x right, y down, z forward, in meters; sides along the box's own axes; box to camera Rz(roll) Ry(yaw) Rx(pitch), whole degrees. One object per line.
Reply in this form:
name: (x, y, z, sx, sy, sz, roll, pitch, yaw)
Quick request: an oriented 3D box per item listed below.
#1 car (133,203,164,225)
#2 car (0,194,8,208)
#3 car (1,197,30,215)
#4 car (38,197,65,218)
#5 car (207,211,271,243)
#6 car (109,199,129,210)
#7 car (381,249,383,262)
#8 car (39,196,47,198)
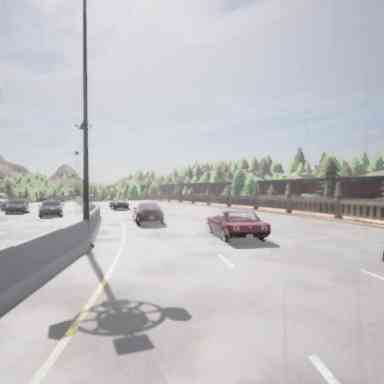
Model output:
car: (-3.100, 1.461, 23.287, 1.812, 1.442, 4.674, 0, 0, -14)
car: (-24.574, 1.242, 42.026, 2.150, 2.045, 5.566, -1, 0, -21)
car: (-17.822, 1.506, 34.111, 1.837, 1.490, 4.892, 0, 0, -21)
car: (-12.508, 1.483, 29.706, 1.837, 1.490, 4.892, 0, 0, -19)
car: (2.030, 1.534, 15.959, 1.895, 1.301, 4.718, 0, 0, -10)
car: (-9.053, 1.510, 41.092, 1.895, 1.301, 4.718, -1, 0, -21)
car: (6.549, 1.507, 7.889, 1.994, 1.385, 4.181, 0, 0, -4)
car: (-32.222, 1.545, 72.145, 1.895, 1.301, 4.718, -1, 0, -21)
